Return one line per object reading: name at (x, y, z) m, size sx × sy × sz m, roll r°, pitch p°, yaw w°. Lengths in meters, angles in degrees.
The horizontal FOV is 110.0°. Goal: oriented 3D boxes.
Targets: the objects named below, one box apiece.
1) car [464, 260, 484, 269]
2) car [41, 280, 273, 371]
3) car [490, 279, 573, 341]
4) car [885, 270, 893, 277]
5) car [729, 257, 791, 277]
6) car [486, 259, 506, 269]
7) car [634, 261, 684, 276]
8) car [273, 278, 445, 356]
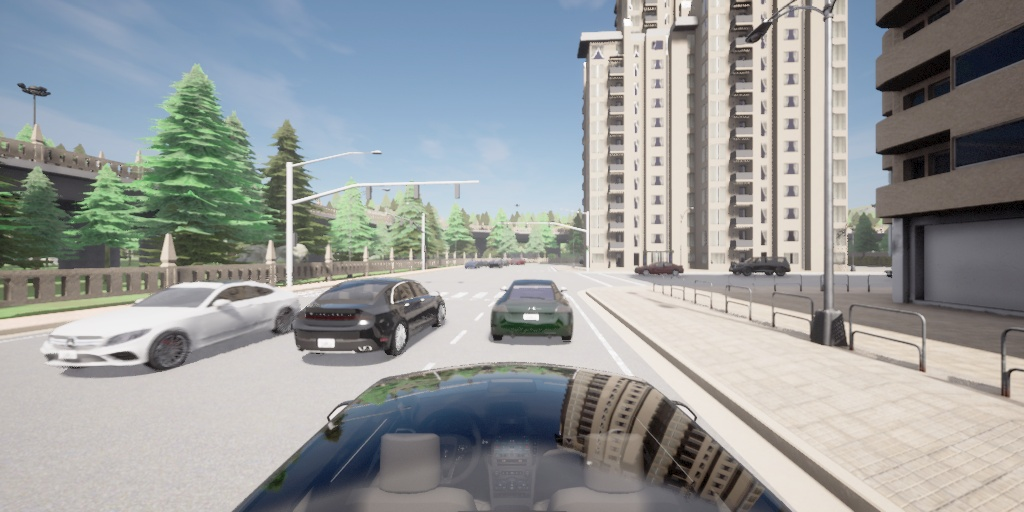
car at (-6.377, 1.387, 58.485) m, size 2.033 × 1.411 × 5.357 m, roll 0°, pitch 0°, yaw 5°
car at (-6.755, 1.284, 7.917) m, size 1.812 × 1.442 × 4.674 m, roll 0°, pitch 0°, yaw 4°
car at (0.593, 1.327, 9.978) m, size 1.994 × 1.385 × 4.181 m, roll 0°, pitch 0°, yaw 5°
car at (34.694, 1.460, 30.137) m, size 4.718 × 1.301 × 1.895 m, roll 0°, pitch 0°, yaw 4°
car at (26.111, 1.091, 37.872) m, size 5.566 × 2.045 × 2.150 m, roll 0°, pitch 0°, yaw 4°
car at (-2.689, 1.445, 60.518) m, size 1.895 × 1.301 × 4.718 m, roll 0°, pitch 0°, yaw 5°
car at (15.753, 1.346, 38.538) m, size 5.008 × 1.535 × 1.882 m, roll 0°, pitch 0°, yaw 4°
car at (-3.027, 1.266, 8.672) m, size 1.837 × 1.490 × 4.892 m, roll 0°, pitch 0°, yaw 5°
